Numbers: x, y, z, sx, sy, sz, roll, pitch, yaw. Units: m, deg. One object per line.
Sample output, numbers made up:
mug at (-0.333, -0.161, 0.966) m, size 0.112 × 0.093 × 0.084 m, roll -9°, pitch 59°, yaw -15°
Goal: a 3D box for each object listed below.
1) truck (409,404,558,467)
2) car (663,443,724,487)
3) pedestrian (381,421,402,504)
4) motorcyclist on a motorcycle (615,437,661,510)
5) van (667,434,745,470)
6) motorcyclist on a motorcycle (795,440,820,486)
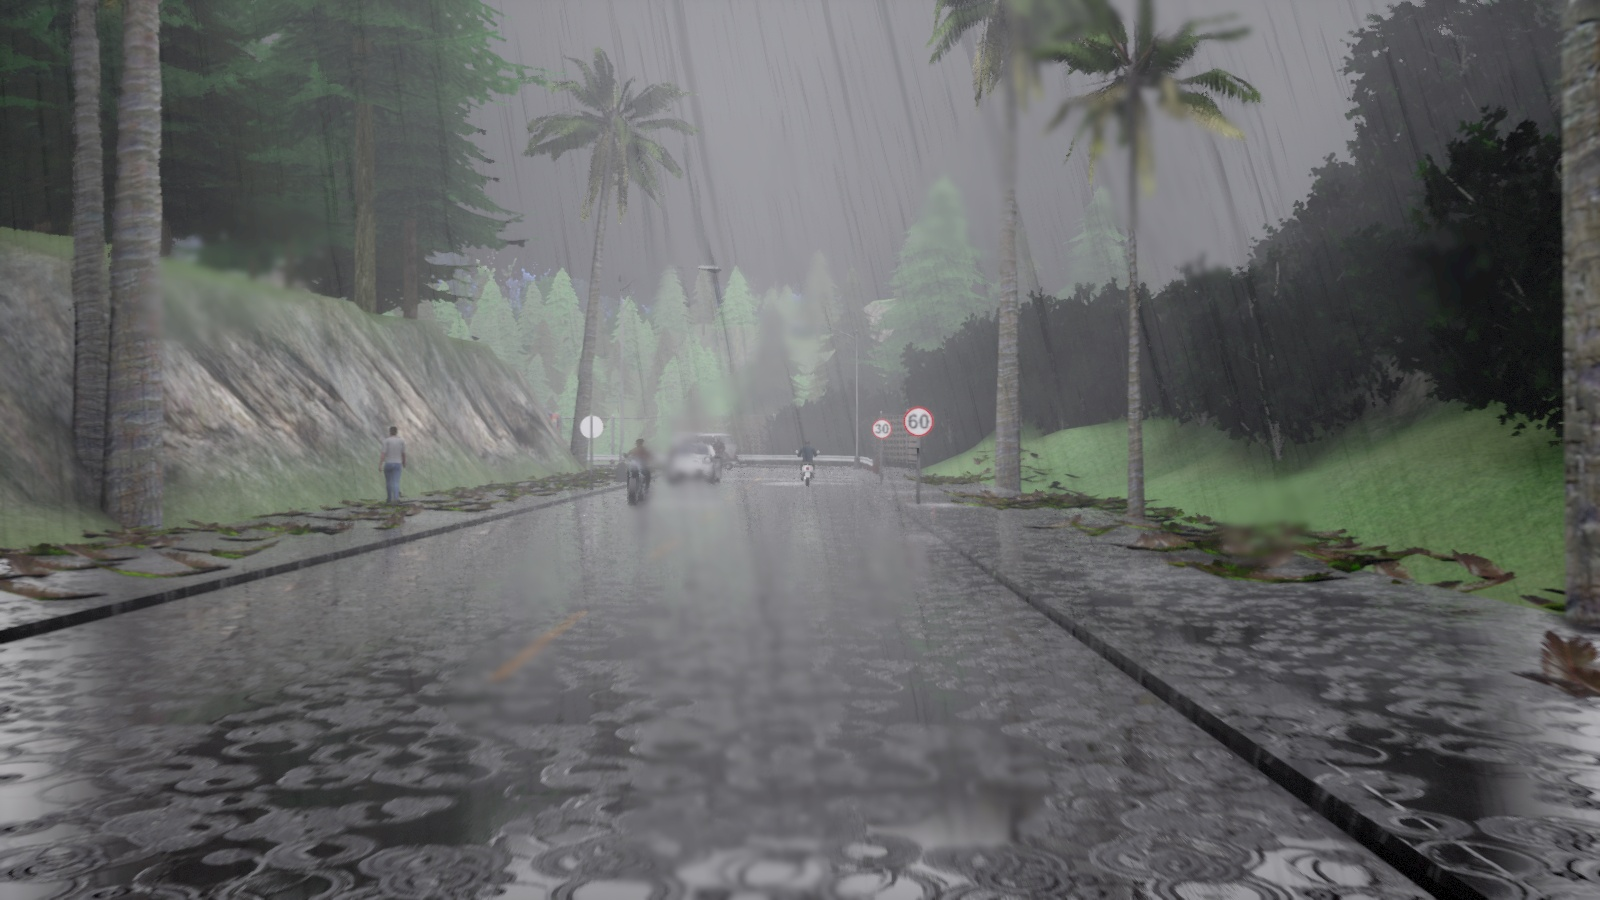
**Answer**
truck at (-19.396, -0.869, 77.296) m, size 8.468 × 3.827 × 2.891 m, roll 0°, pitch 0°, yaw -1°
car at (-3.731, 0.507, 44.477) m, size 1.845 × 1.501 × 3.633 m, roll 0°, pitch 0°, yaw 0°
pedestrian at (-9.137, 0.281, 28.089) m, size 0.354 × 1.836 × 0.706 m, roll 0°, pitch 0°, yaw -25°
motorcyclist on a motorcycle at (-3.816, 0.526, 29.753) m, size 0.766 × 1.649 × 2.350 m, roll 0°, pitch 1°, yaw 0°
van at (-5.287, 0.100, 70.234) m, size 4.442 × 1.987 × 1.775 m, roll 0°, pitch 0°, yaw 43°
motorcyclist on a motorcycle at (0.266, 0.450, 44.321) m, size 0.866 × 1.590 × 1.817 m, roll 0°, pitch 0°, yaw 0°
